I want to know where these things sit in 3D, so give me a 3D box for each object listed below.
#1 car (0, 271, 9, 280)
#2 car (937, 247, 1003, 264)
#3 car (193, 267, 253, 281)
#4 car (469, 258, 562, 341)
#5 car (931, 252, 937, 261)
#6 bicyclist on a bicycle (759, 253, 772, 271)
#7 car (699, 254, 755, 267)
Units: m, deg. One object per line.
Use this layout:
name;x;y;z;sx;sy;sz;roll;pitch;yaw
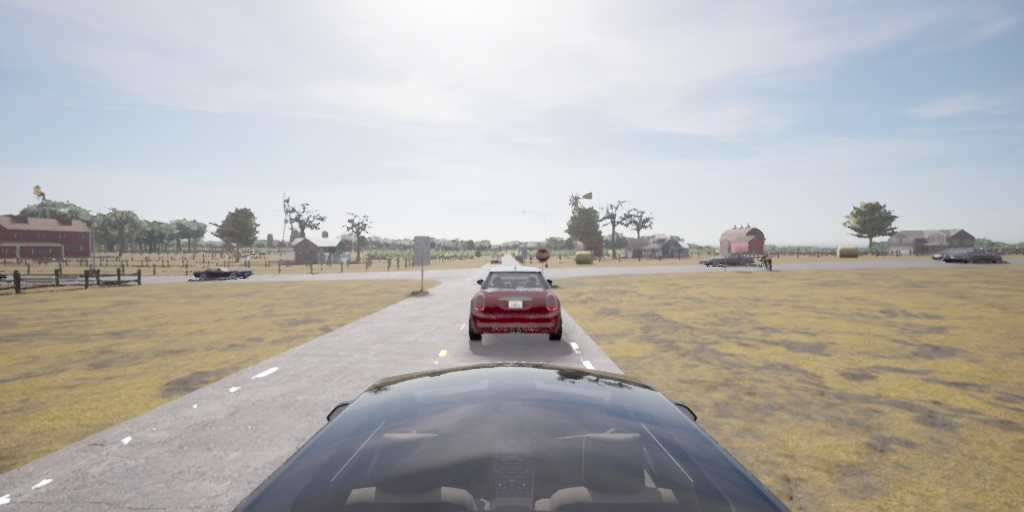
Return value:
car;-53.580;1.815;35.992;4.181;1.385;1.994;0;1;0
car;46.582;0.039;36.279;4.181;1.385;1.994;-1;2;0
car;-28.894;1.717;35.995;4.718;1.301;1.895;-1;1;0
car;0.076;1.047;9.855;2.097;1.767;4.553;0;0;0
car;49.701;-0.189;39.862;4.902;1.511;2.128;-1;1;0
bicyclist on a bicycle;22.791;0.553;32.259;0.582;1.620;1.656;-1;0;0
car;23.840;0.440;39.856;5.357;1.411;2.033;-1;1;0
